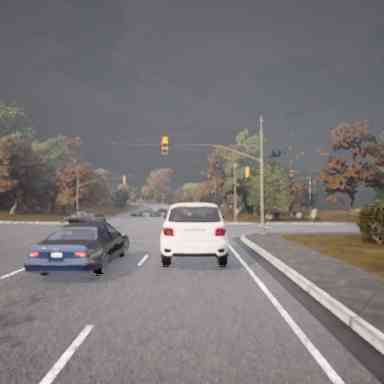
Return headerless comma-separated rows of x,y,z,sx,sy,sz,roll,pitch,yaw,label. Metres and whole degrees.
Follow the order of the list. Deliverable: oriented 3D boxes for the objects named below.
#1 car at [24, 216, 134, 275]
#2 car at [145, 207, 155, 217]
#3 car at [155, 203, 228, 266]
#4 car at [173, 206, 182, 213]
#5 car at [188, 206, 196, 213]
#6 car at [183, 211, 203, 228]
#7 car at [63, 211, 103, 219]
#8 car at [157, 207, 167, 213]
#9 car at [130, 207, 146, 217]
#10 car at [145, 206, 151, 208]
-3.420,1.714,10.946,2.033,1.411,5.357,0,-2,0,car
-6.989,4.037,63.161,2.033,1.411,5.357,0,-1,0,car
0.087,1.430,12.485,2.150,2.045,5.566,0,-2,0,car
-3.466,4.207,81.103,1.994,1.385,4.181,0,0,0,car
0.035,4.155,81.103,1.837,1.490,4.892,0,0,0,car
0.108,2.681,32.976,1.837,1.490,4.892,0,-3,0,car
-9.996,2.539,30.635,4.902,1.511,2.128,-2,-4,37,car
-6.966,4.245,78.607,1.895,1.301,4.718,0,0,0,car
-10.493,4.053,63.128,1.994,1.385,4.181,0,-1,0,car
-10.466,4.149,78.602,1.837,1.490,4.892,0,0,0,car
